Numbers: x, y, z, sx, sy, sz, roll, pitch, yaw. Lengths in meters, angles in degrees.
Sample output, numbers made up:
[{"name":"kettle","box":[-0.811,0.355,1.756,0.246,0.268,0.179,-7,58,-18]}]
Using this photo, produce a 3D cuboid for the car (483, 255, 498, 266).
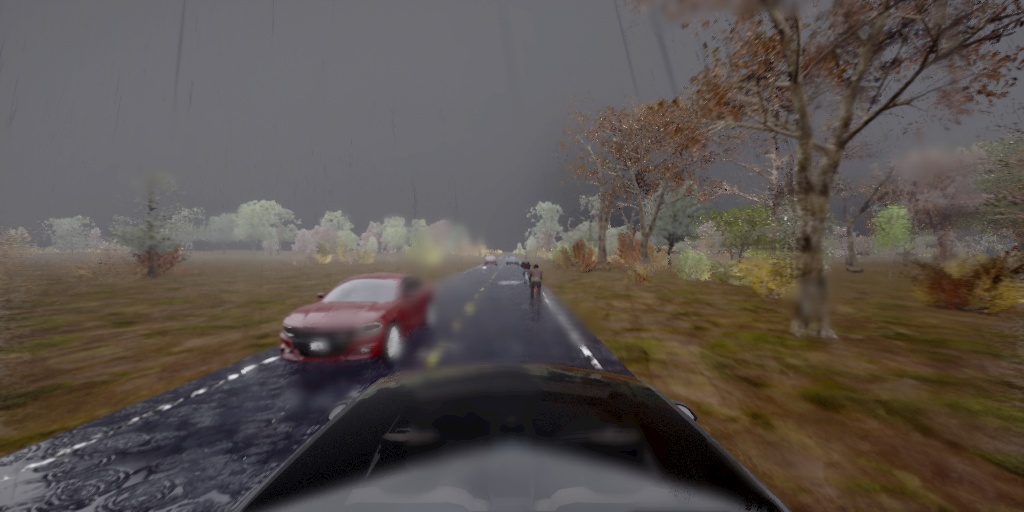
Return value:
[{"name":"car","box":[-3.050,0.636,51.513,1.882,1.535,5.008,0,1,0]}]

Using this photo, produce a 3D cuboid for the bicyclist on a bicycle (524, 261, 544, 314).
[{"name":"bicyclist on a bicycle","box":[0.824,1.080,12.095,0.582,1.620,1.656,0,0,0]}]

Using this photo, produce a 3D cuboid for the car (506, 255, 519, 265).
[{"name":"car","box":[0.087,0.662,56.613,1.994,1.385,4.181,0,1,0]}]

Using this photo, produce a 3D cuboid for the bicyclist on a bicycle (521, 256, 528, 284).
[{"name":"bicyclist on a bicycle","box":[0.817,0.887,21.235,0.659,1.776,1.843,-1,1,0]}]

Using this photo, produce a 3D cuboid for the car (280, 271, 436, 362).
[{"name":"car","box":[-3.095,1.150,8.251,1.882,1.535,5.008,0,1,0]}]
